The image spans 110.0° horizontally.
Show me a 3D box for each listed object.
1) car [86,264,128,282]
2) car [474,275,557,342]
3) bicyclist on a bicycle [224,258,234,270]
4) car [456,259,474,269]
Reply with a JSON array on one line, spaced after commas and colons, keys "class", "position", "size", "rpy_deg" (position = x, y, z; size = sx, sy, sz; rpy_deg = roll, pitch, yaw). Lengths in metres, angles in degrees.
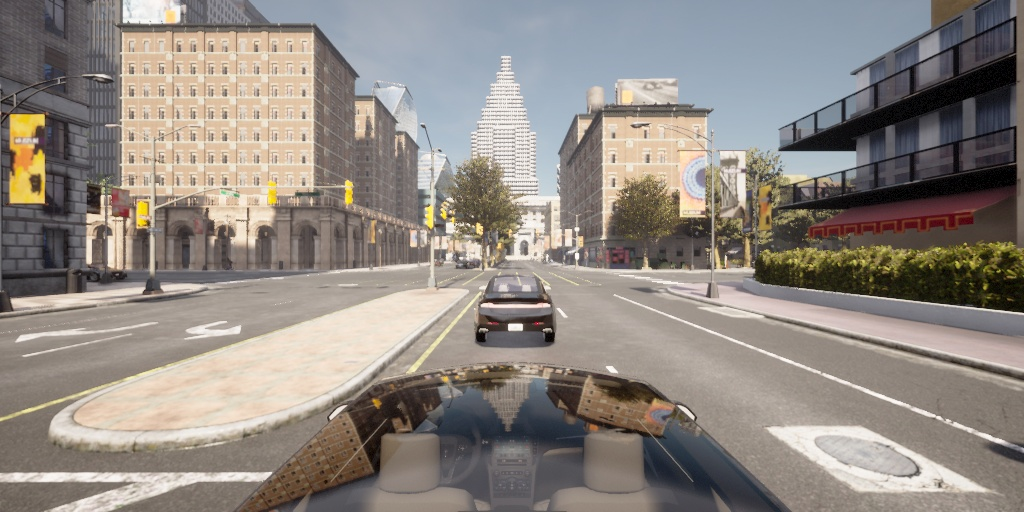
[{"class": "car", "position": [-34.160, 1.335, 29.216], "size": [4.181, 1.385, 1.994], "rpy_deg": [0, 0, 0]}, {"class": "car", "position": [0.082, 1.248, 9.761], "size": [2.128, 1.511, 4.902], "rpy_deg": [0, 0, 0]}, {"class": "bicyclist on a bicycle", "position": [-37.239, 1.086, 47.170], "size": [0.582, 1.620, 1.656], "rpy_deg": [0, 0, 0]}, {"class": "car", "position": [-8.004, 1.286, 58.510], "size": [2.128, 1.511, 4.902], "rpy_deg": [0, 0, 0]}]
